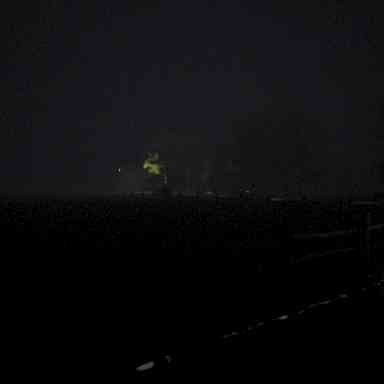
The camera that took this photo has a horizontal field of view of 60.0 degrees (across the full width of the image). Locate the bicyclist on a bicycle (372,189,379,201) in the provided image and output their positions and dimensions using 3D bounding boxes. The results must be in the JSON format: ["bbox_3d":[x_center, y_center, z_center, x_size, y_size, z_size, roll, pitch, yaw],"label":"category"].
[{"bbox_3d":[24.220,0.424,43.894,1.656,1.620,0.582,-1,2,-33],"label":"bicyclist on a bicycle"}]

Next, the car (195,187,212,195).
[{"bbox_3d":[2.431,-0.227,71.504,1.837,1.490,4.892,-1,2,-33],"label":"car"}]

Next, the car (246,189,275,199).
[{"bbox_3d":[11.123,0.391,53.040,1.994,1.385,4.181,-1,2,-33],"label":"car"}]

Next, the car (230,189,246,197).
[{"bbox_3d":[9.036,0.130,61.490,2.128,1.511,4.902,-1,1,-34],"label":"car"}]
